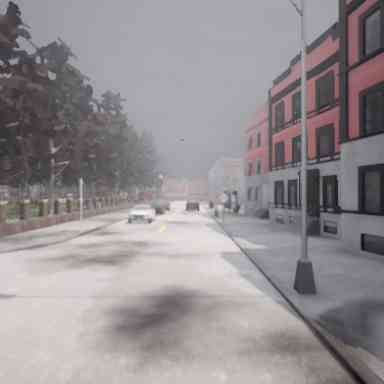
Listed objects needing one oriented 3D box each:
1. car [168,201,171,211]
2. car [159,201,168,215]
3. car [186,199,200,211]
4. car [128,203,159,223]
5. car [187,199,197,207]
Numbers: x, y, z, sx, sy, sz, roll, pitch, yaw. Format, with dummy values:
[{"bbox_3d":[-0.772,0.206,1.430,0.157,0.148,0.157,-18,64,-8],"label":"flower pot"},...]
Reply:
[{"bbox_3d":[-4.070,1.970,48.177,2.033,1.411,5.357,0,-1,0],"label":"car"},{"bbox_3d":[-4.097,1.933,37.845,1.895,1.301,4.718,0,-1,0],"label":"car"},{"bbox_3d":[0.098,1.902,48.397,1.882,1.535,5.008,0,-1,0],"label":"car"},{"bbox_3d":[-4.087,1.769,27.751,1.812,1.442,4.674,0,-1,0],"label":"car"},{"bbox_3d":[-0.001,2.071,62.220,1.812,1.442,4.674,0,0,0],"label":"car"}]
